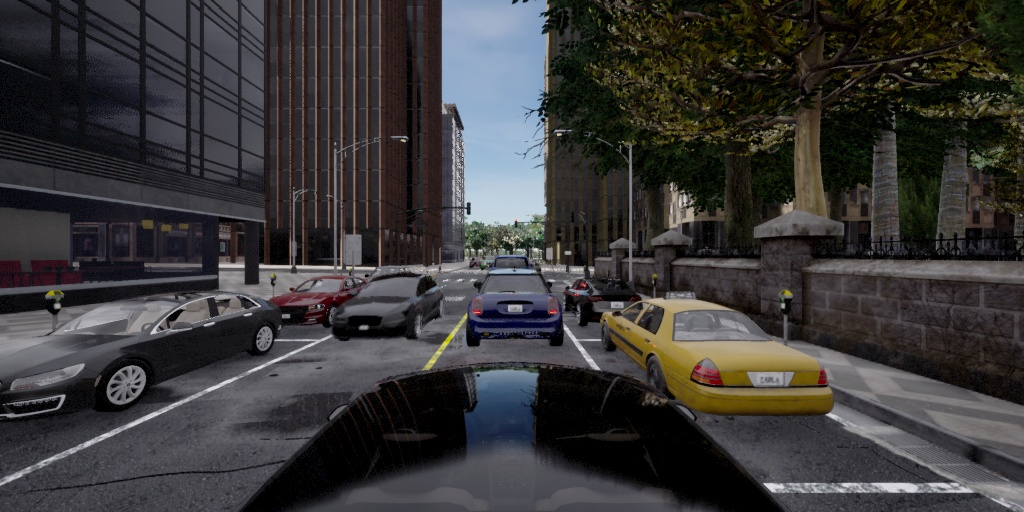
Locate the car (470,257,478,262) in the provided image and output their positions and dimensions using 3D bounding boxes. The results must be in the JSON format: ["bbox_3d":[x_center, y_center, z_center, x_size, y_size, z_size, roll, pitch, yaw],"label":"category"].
[{"bbox_3d":[-5.884,1.079,59.726,2.192,1.841,5.009,0,0,0],"label":"car"}]

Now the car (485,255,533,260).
[{"bbox_3d":[-0.031,0.973,18.961,2.150,2.045,5.566,0,0,0],"label":"car"}]

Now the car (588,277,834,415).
[{"bbox_3d":[2.753,1.275,6.138,1.751,1.417,4.829,0,0,0],"label":"car"}]

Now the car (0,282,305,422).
[{"bbox_3d":[-5.772,1.300,5.948,2.007,1.370,4.403,0,0,0],"label":"car"}]

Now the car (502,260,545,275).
[{"bbox_3d":[1.243,1.267,41.081,2.128,1.511,4.902,-2,1,-42],"label":"car"}]

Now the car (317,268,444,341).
[{"bbox_3d":[-3.120,1.255,9.967,1.837,1.490,4.892,0,0,0],"label":"car"}]

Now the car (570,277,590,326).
[{"bbox_3d":[2.742,1.316,11.425,1.948,1.339,4.313,0,0,0],"label":"car"}]

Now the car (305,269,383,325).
[{"bbox_3d":[-5.783,1.295,11.405,1.888,1.381,4.507,0,0,0],"label":"car"}]

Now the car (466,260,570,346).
[{"bbox_3d":[0.037,1.102,9.527,2.097,1.767,4.553,0,0,-1],"label":"car"}]

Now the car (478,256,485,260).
[{"bbox_3d":[-3.205,0.982,51.202,2.150,2.045,5.566,0,0,-1],"label":"car"}]

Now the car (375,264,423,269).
[{"bbox_3d":[-5.795,1.190,16.862,1.967,1.591,4.097,0,0,0],"label":"car"}]
